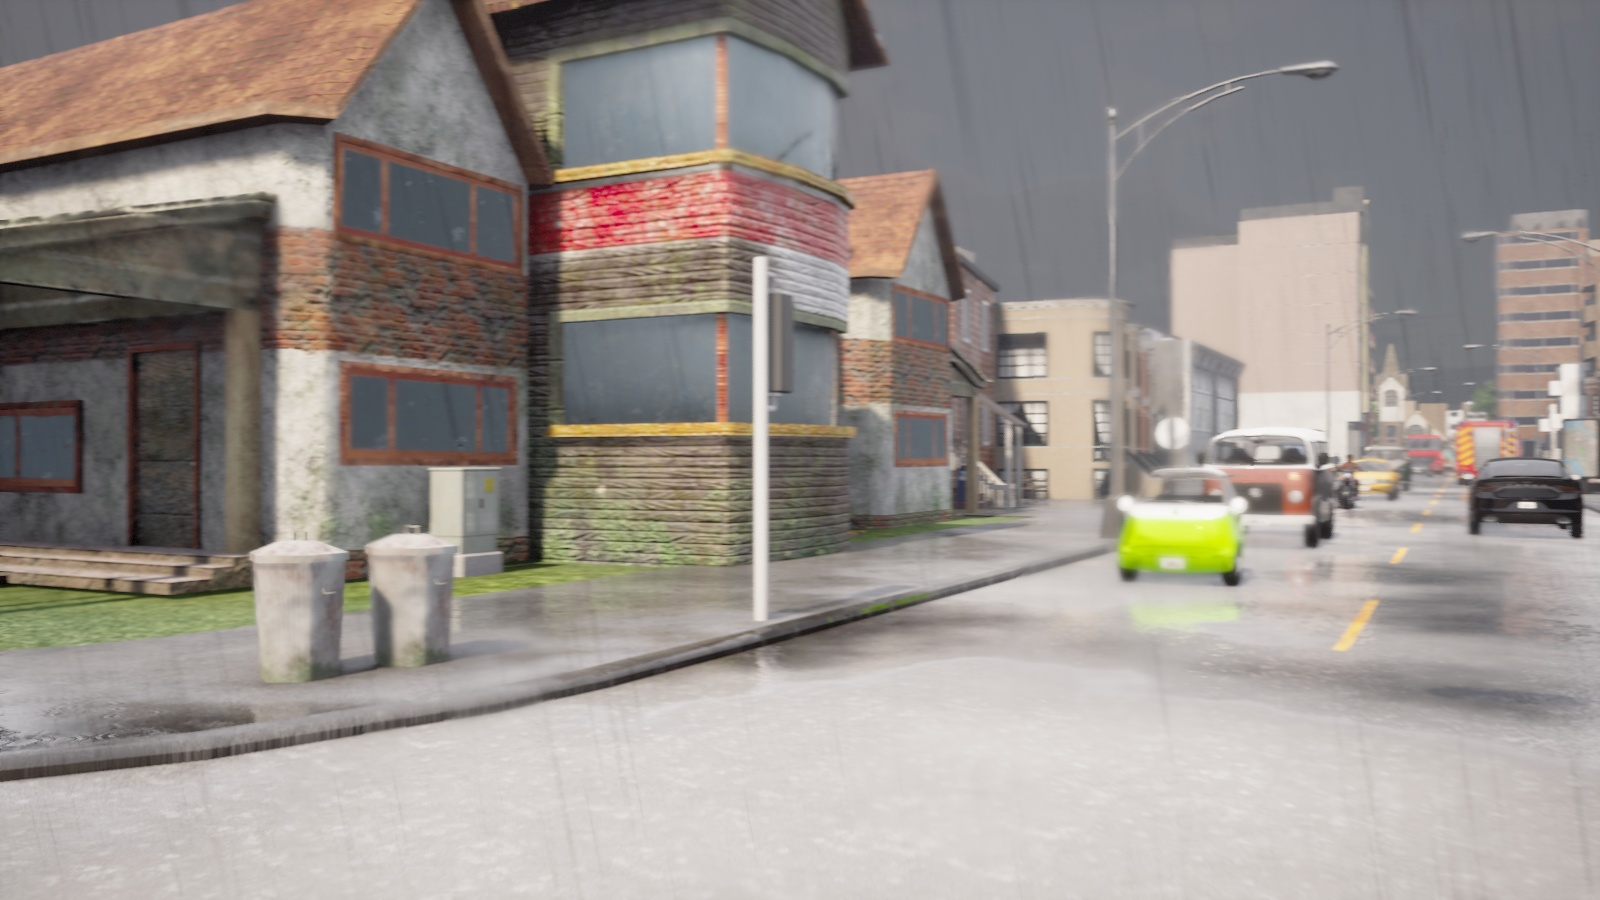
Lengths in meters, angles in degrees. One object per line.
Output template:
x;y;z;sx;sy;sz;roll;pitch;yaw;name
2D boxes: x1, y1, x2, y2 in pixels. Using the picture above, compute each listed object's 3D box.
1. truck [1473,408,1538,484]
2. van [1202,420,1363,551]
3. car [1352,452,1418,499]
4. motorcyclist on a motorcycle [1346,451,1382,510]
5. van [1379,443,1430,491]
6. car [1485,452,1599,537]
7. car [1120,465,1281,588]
38.065;-0.179;67.903;2.891;3.827;8.468;-1;0;29;truck
8.589;0.570;22.114;2.069;2.038;4.480;-1;0;29;van
20.785;0.866;44.510;1.801;1.575;5.366;-1;0;29;car
16.357;0.848;36.378;0.766;1.649;2.350;-1;0;29;motorcyclist on a motorcycle
26.642;0.714;55.272;1.775;1.987;4.442;-1;0;29;van
14.791;0.809;25.136;1.882;1.535;5.008;-1;0;29;car
4.956;0.877;15.429;1.481;1.376;2.207;-1;-1;29;car
